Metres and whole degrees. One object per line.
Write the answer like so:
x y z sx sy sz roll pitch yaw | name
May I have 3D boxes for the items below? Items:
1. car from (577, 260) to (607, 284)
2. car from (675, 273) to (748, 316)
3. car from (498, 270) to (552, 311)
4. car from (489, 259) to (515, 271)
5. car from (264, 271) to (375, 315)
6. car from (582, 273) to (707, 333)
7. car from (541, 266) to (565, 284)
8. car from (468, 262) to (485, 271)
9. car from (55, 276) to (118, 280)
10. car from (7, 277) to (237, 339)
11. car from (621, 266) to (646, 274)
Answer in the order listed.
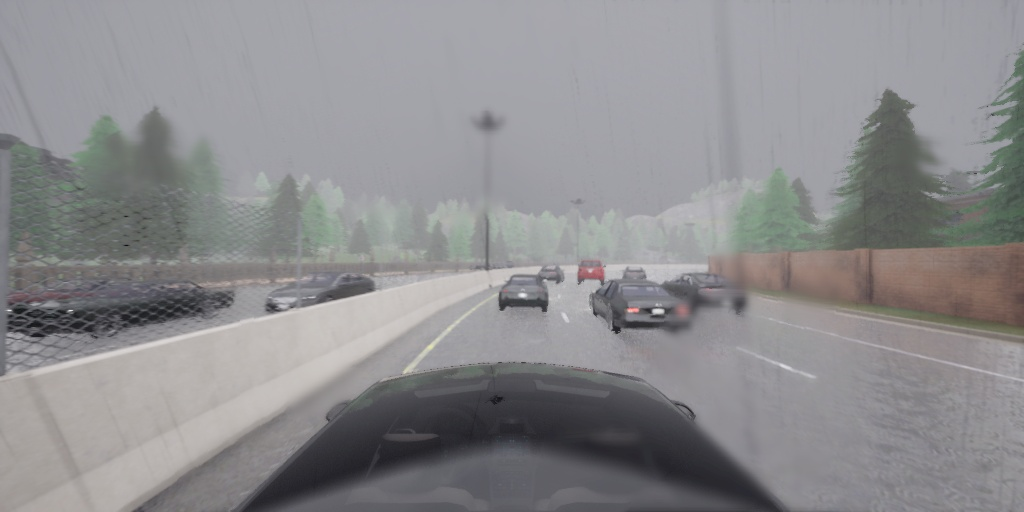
6.920 1.343 31.012 2.150 2.045 5.566 0 -1 15 | car
7.499 1.439 14.555 2.128 1.511 4.902 0 -1 5 | car
0.566 1.467 15.444 1.994 1.385 4.181 0 -1 5 | car
-1.214 1.233 50.163 2.097 1.767 4.553 0 -1 24 | car
-6.843 1.313 13.364 2.128 1.511 4.902 0 -1 4 | car
3.699 1.430 11.254 2.033 1.411 5.357 0 -1 3 | car
3.540 1.593 31.702 2.128 1.511 4.902 0 -1 15 | car
-4.432 1.463 51.543 1.895 1.301 4.718 0 -1 24 | car
-13.998 1.346 11.611 1.895 1.301 4.718 0 -1 2 | car
-10.558 1.359 10.207 1.895 1.301 4.718 0 -1 2 | car
10.808 1.652 31.777 2.128 1.511 4.902 0 -1 16 | car
